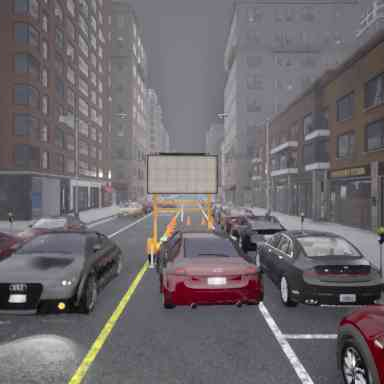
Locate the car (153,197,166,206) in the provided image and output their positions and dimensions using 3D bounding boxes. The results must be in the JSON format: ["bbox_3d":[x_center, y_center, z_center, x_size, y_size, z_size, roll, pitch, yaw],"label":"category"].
[{"bbox_3d":[-5.511,1.561,57.257,1.752,1.417,4.829,0,0,0],"label":"car"}]

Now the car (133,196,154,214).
[{"bbox_3d":[-5.464,1.334,35.354,2.192,1.841,5.009,0,0,0],"label":"car"}]

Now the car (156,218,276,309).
[{"bbox_3d":[0.209,1.558,7.934,1.994,1.385,4.181,1,0,-7],"label":"car"}]

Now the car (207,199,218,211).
[{"bbox_3d":[2.573,1.597,29.859,1.802,1.307,4.206,0,0,0],"label":"car"}]

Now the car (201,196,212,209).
[{"bbox_3d":[2.549,1.574,40.897,2.008,1.369,4.403,0,0,0],"label":"car"}]

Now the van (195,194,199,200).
[{"bbox_3d":[2.444,1.399,90.053,1.690,1.788,3.998,0,0,0],"label":"van"}]

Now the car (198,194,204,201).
[{"bbox_3d":[2.514,1.476,57.453,1.967,1.590,4.097,0,0,0],"label":"car"}]

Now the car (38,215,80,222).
[{"bbox_3d":[-5.417,1.585,13.281,1.802,1.307,4.206,0,0,0],"label":"car"}]

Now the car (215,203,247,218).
[{"bbox_3d":[2.596,1.552,18.821,1.887,1.381,4.507,0,0,0],"label":"car"}]

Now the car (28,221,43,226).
[{"bbox_3d":[-5.405,1.583,7.763,1.802,1.307,4.206,0,0,0],"label":"car"}]

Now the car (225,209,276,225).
[{"bbox_3d":[2.608,1.569,13.302,1.947,1.339,4.313,0,0,0],"label":"car"}]

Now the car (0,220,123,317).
[{"bbox_3d":[-2.866,1.565,7.462,1.994,1.385,4.181,0,0,0],"label":"car"}]

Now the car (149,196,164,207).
[{"bbox_3d":[-5.500,1.471,51.910,1.967,1.590,4.097,0,0,0],"label":"car"}]

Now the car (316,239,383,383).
[{"bbox_3d":[2.632,1.440,2.265,1.967,1.590,4.097,0,0,0],"label":"car"}]

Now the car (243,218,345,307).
[{"bbox_3d":[2.620,1.552,7.784,2.008,1.369,4.403,0,0,0],"label":"car"}]

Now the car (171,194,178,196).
[{"bbox_3d":[-5.581,1.608,90.027,2.008,1.369,4.403,0,0,0],"label":"car"}]

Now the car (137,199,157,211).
[{"bbox_3d":[-5.476,1.605,40.872,1.802,1.307,4.206,0,0,0],"label":"car"}]

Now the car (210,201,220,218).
[{"bbox_3d":[2.584,1.562,24.340,2.008,1.369,4.403,0,0,0],"label":"car"}]

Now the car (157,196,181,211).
[{"bbox_3d":[-2.836,1.571,41.016,2.033,1.411,5.357,0,0,0],"label":"car"}]

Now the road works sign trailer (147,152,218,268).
[{"bbox_3d":[-0.340,0.467,11.394,2.380,3.560,2.880,0,0,-6],"label":"road works sign trailer"}]

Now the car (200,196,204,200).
[{"bbox_3d":[2.537,1.578,46.415,2.008,1.369,4.403,0,0,0],"label":"car"}]

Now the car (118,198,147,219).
[{"bbox_3d":[-5.448,1.540,29.668,1.752,1.417,4.829,0,0,0],"label":"car"}]

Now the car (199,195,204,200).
[{"bbox_3d":[2.525,1.613,51.934,1.802,1.307,4.206,0,0,0],"label":"car"}]
